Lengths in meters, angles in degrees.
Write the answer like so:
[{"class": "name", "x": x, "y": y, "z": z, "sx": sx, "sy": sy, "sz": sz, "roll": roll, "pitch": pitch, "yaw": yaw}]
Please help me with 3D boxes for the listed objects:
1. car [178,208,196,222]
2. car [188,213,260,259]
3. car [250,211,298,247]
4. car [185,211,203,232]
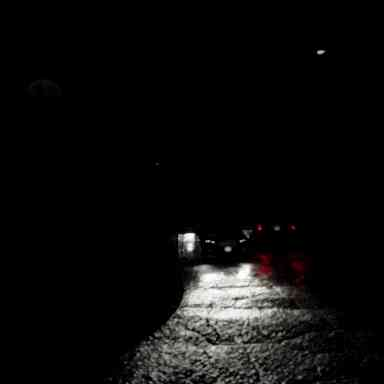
[{"class": "car", "x": -0.685, "y": 2.660, "z": 39.988, "sx": 1.812, "sy": 1.442, "sz": 4.674, "roll": -1, "pitch": -1, "yaw": -4}, {"class": "car", "x": 1.171, "y": 1.913, "z": 14.721, "sx": 2.128, "sy": 1.511, "sz": 4.902, "roll": -1, "pitch": -2, "yaw": -4}, {"class": "car", "x": 3.829, "y": 1.775, "z": 17.466, "sx": 2.097, "sy": 1.767, "sz": 4.553, "roll": -1, "pitch": -1, "yaw": -3}, {"class": "car", "x": 0.388, "y": 2.300, "z": 25.906, "sx": 1.994, "sy": 1.385, "sz": 4.181, "roll": -1, "pitch": -2, "yaw": -5}]
